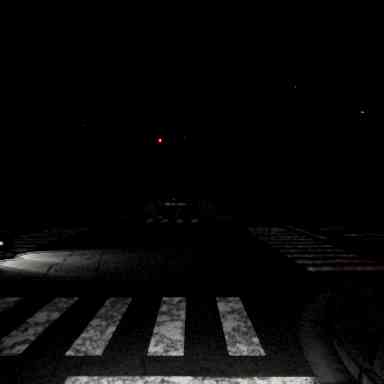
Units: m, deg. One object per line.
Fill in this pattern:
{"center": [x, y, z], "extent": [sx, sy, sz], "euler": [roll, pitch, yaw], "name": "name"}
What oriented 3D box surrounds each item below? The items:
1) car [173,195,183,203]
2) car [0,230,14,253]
{"center": [-2.896, 1.462, 69.348], "extent": [2.097, 1.767, 4.553], "euler": [0, 0, 0], "name": "car"}
{"center": [-8.278, 1.514, 10.986], "extent": [4.181, 1.385, 1.994], "euler": [0, -1, 0], "name": "car"}
